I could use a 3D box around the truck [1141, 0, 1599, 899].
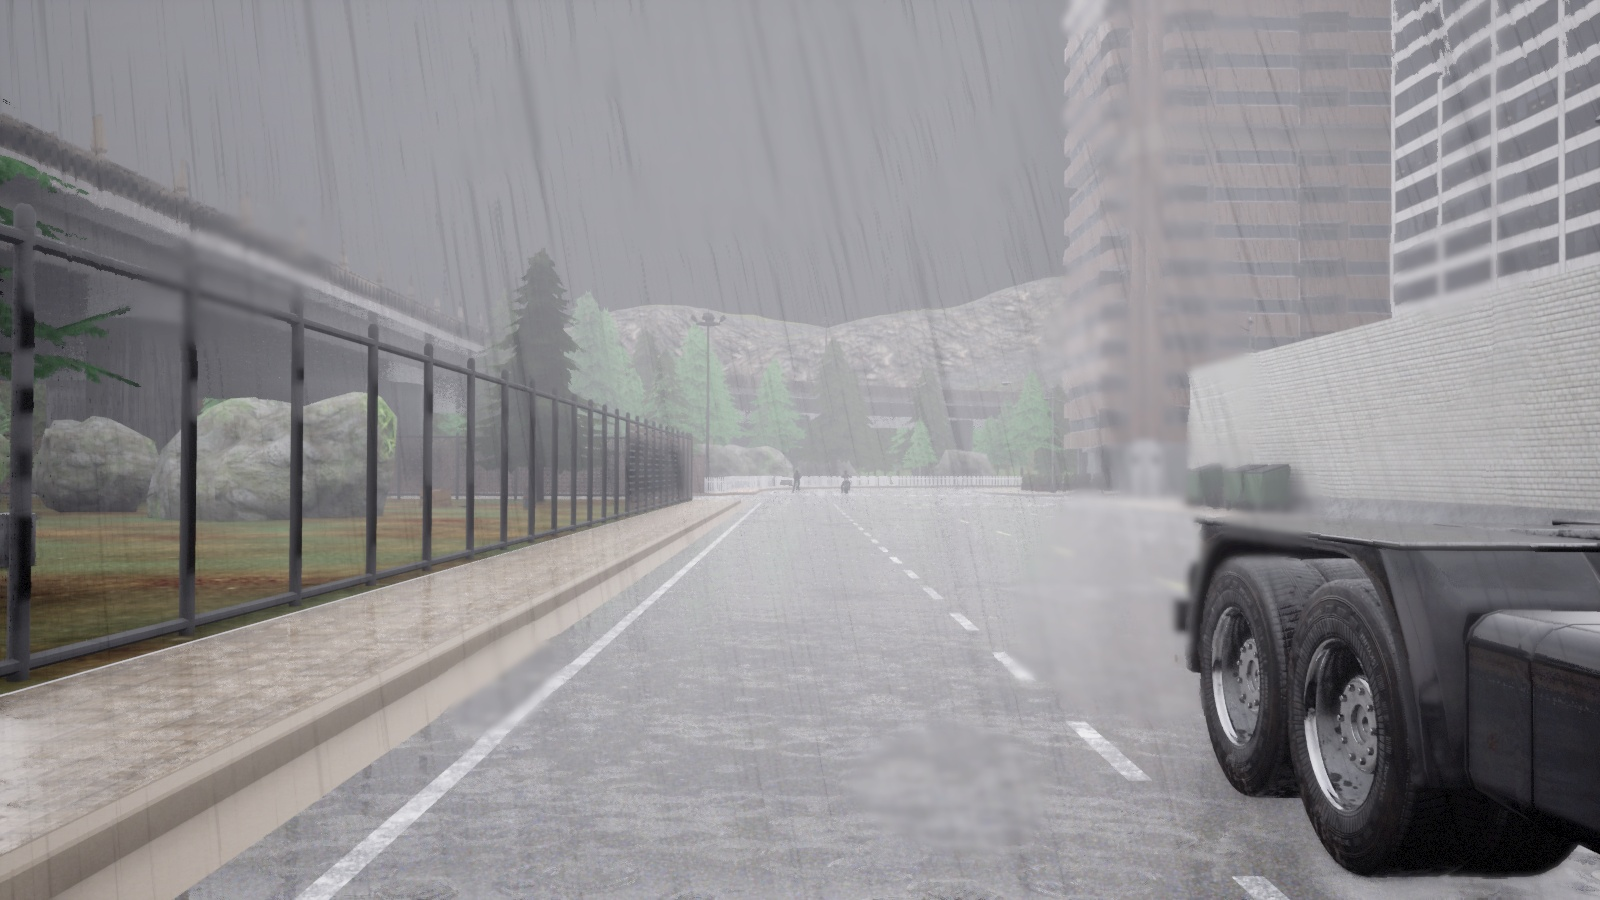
[{"bbox_3d":[3.487,-0.123,3.466,2.891,3.462,7.936,0,-1,0],"label":"truck"}]
